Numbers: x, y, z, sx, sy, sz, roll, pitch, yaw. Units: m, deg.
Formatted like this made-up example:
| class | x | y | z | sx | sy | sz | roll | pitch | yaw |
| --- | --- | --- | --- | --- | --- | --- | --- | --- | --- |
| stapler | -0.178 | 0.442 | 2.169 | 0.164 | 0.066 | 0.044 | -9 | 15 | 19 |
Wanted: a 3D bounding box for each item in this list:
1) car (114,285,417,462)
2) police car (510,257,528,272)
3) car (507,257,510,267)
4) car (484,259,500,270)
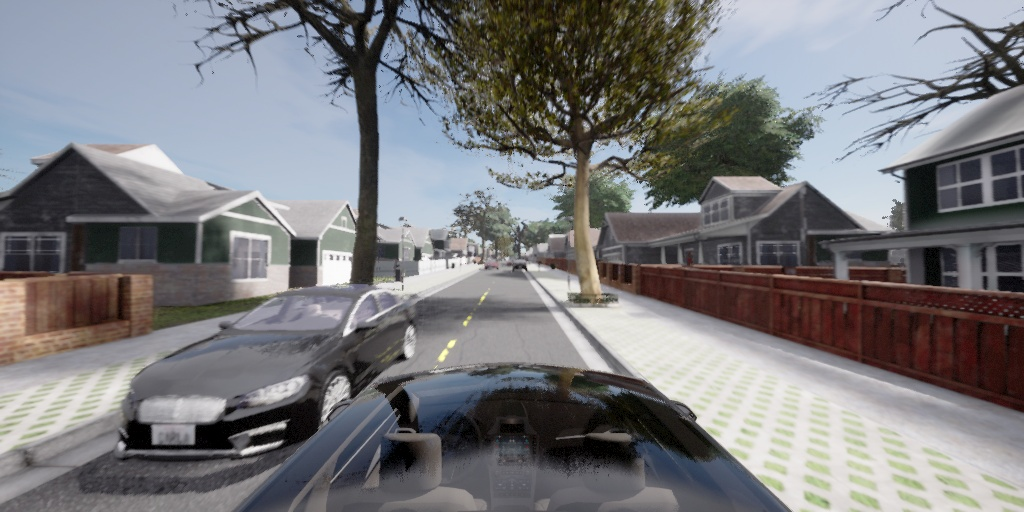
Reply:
| class | x | y | z | sx | sy | sz | roll | pitch | yaw |
| --- | --- | --- | --- | --- | --- | --- | --- | --- | --- |
| car | -2.848 | 1.241 | 5.466 | 2.128 | 1.511 | 4.902 | 0 | 0 | 0 |
| police car | 0.971 | 1.113 | 45.937 | 1.930 | 1.638 | 5.238 | 0 | 0 | 0 |
| car | 0.013 | 1.239 | 64.765 | 1.895 | 1.301 | 4.718 | 0 | 0 | 0 |
| car | -2.806 | 1.204 | 49.607 | 1.812 | 1.442 | 4.674 | 0 | 0 | 0 |
